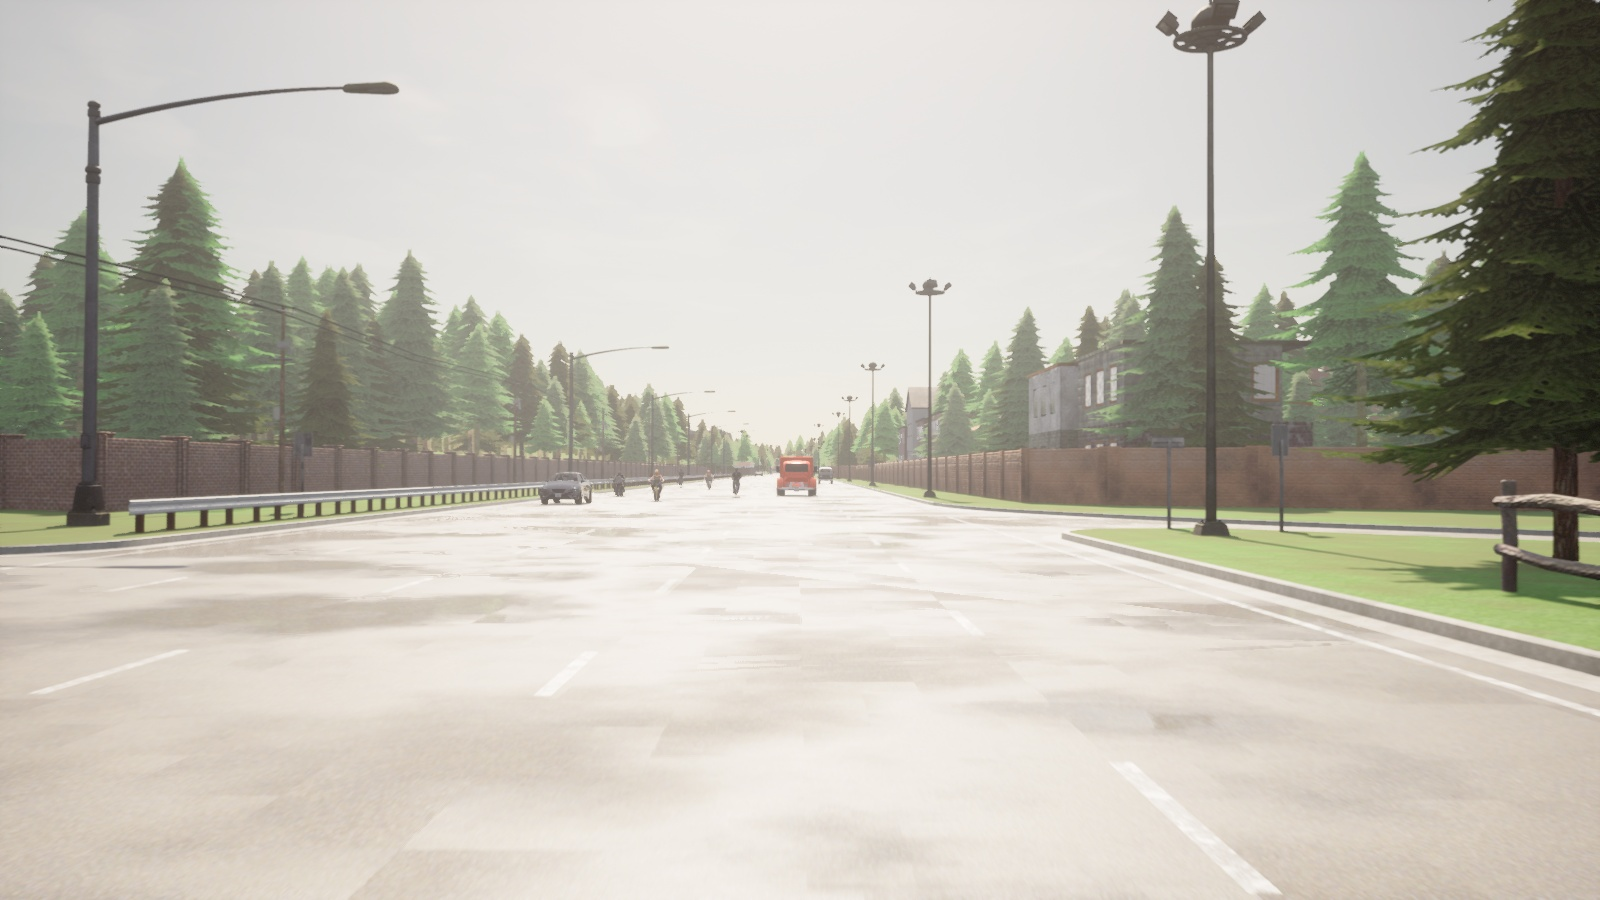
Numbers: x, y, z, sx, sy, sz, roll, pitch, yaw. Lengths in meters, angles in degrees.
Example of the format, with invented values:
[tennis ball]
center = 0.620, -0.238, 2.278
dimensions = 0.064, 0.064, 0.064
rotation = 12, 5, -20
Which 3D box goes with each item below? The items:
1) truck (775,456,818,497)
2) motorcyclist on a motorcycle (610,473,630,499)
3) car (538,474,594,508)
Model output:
[truck]
center = -0.198, 1.654, 79.144
dimensions = 2.627, 2.467, 5.204
rotation = 0, -1, 0
[motorcyclist on a motorcycle]
center = -10.685, 2.139, 74.458
dimensions = 0.866, 1.530, 2.191
rotation = 0, -1, 0
[car]
center = -10.642, 1.832, 57.398
dimensions = 1.816, 1.474, 4.193
rotation = 0, -1, 0
